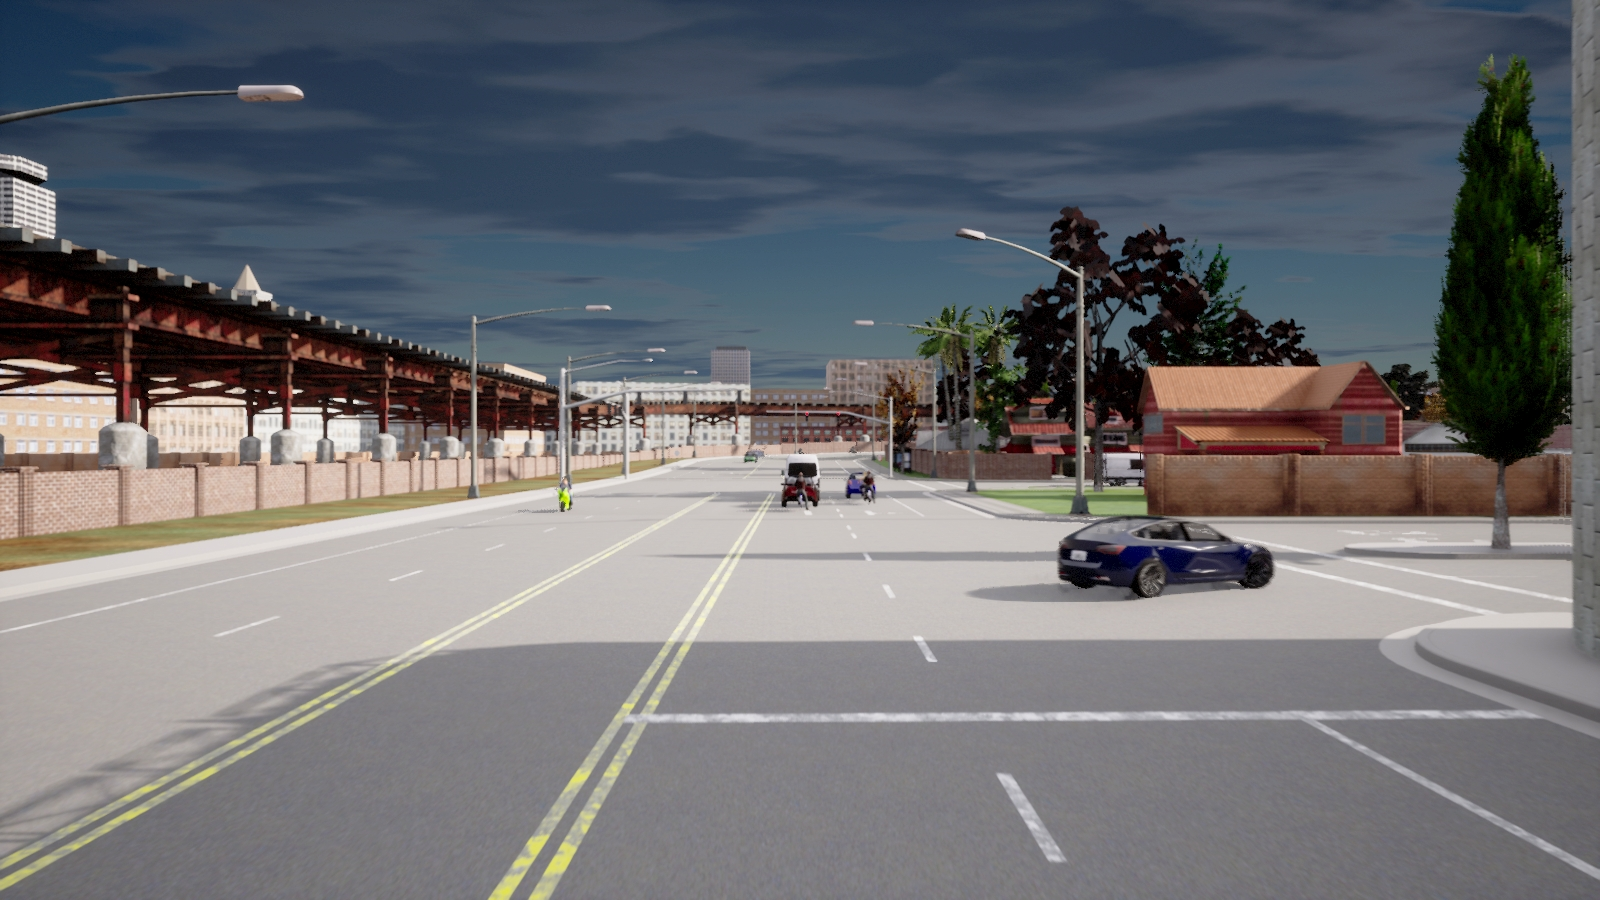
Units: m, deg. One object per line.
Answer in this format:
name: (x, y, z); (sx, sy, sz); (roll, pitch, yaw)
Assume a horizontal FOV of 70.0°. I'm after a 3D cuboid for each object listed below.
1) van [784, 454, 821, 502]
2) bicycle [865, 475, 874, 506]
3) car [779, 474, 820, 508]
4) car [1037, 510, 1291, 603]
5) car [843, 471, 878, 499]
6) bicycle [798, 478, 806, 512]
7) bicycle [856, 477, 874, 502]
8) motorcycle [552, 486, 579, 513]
van: (0.097, 1.528, 64.167); (1.988, 2.561, 5.915); (0, 0, -1)
bicycle: (3.535, 2.042, 58.264); (0.329, 1.496, 1.835); (0, 0, 0)
car: (-0.012, 2.034, 57.187); (2.007, 1.525, 4.514); (0, 0, 0)
car: (7.332, 2.060, 22.962); (4.792, 1.488, 2.163); (0, 0, -29)
car: (3.496, 2.031, 66.488); (1.845, 1.501, 3.633); (0, 0, 0)
bicycle: (0.074, 2.040, 51.981); (0.329, 1.496, 1.835); (-1, 0, 0)
bicycle: (3.527, 2.139, 61.893); (0.859, 1.301, 1.487); (0, 0, -1)
motorcycle: (-10.473, 2.207, 51.141); (0.803, 1.145, 2.033); (0, 0, 0)
